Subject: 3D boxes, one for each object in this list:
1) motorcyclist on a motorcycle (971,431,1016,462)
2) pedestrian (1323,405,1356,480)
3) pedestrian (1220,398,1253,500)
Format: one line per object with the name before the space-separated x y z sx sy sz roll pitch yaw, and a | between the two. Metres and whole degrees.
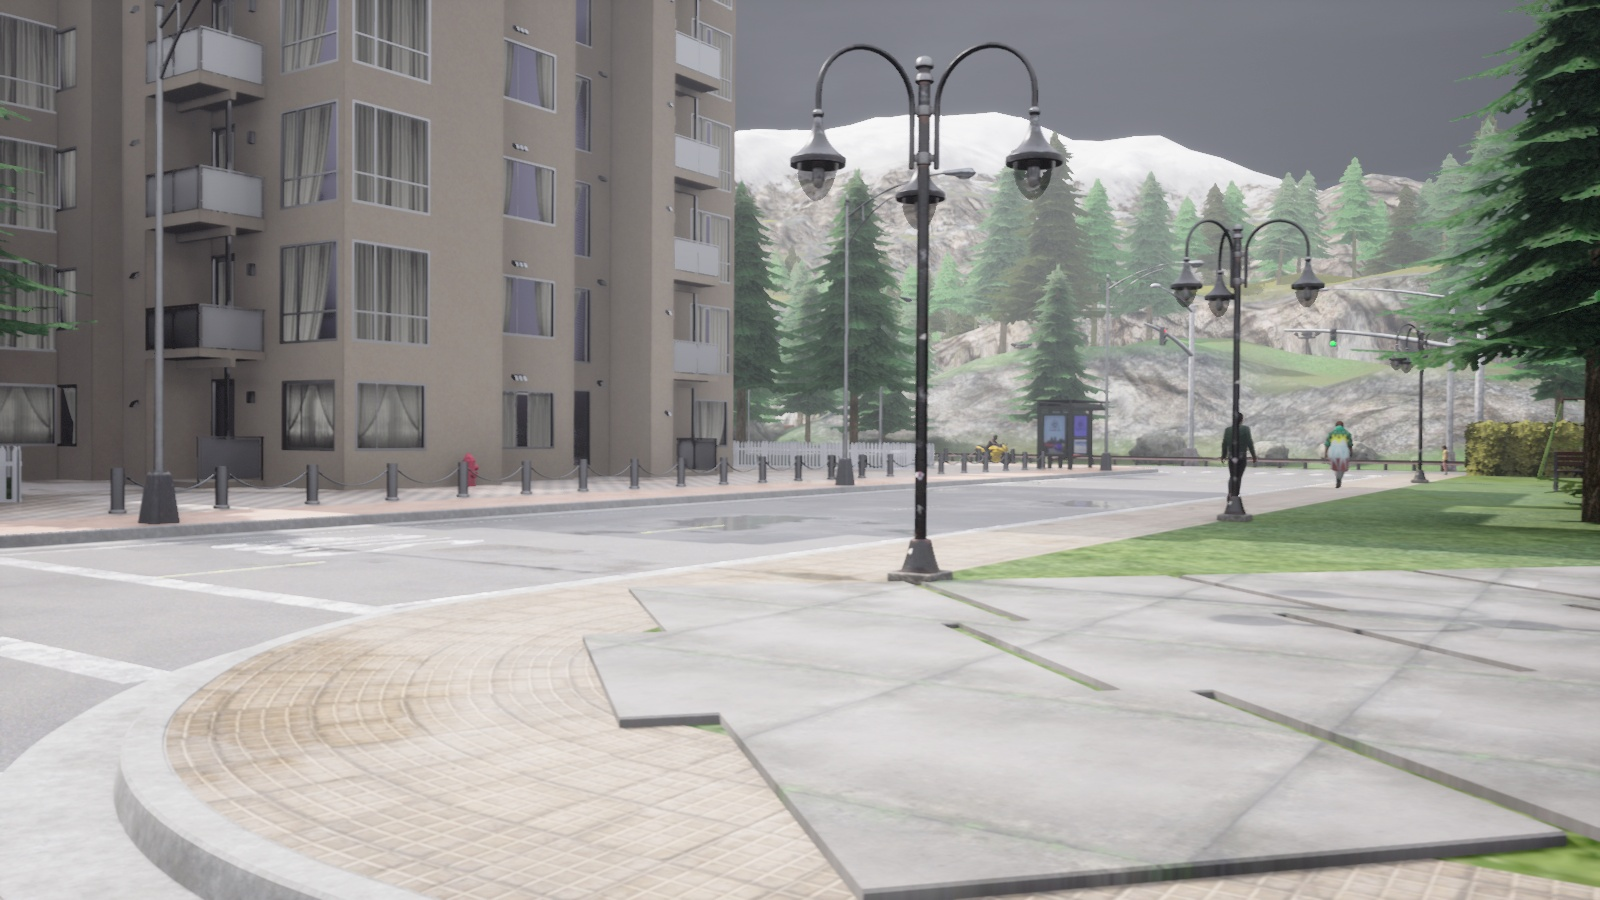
motorcyclist on a motorcycle | 9.648 -0.173 62.561 2.044 1.523 0.797 0 1 35
pedestrian | 14.242 -0.192 33.158 0.659 1.952 0.873 0 1 33
pedestrian | 8.544 -0.023 24.550 0.423 1.949 0.788 0 1 33
